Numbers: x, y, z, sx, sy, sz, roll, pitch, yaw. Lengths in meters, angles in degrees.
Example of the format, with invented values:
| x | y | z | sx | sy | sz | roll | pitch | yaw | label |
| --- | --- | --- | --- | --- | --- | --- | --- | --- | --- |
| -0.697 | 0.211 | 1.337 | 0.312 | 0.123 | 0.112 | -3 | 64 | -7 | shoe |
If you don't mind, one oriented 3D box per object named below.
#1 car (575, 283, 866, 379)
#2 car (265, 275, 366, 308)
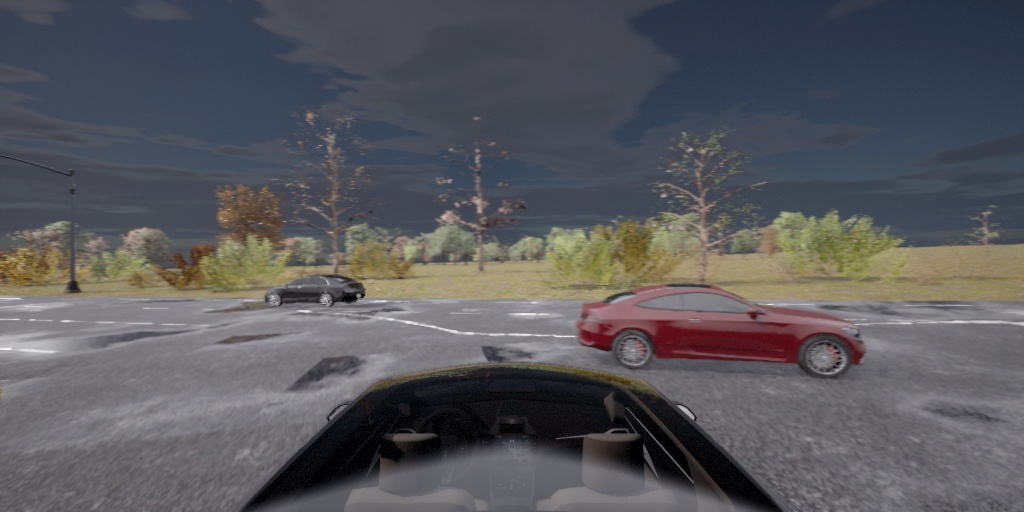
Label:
| x | y | z | sx | sy | sz | roll | pitch | yaw | label |
| --- | --- | --- | --- | --- | --- | --- | --- | --- | --- |
| 3.570 | 1.247 | 6.800 | 4.674 | 1.442 | 1.812 | -2 | -1 | 14 | car |
| -9.506 | 1.659 | 17.349 | 4.892 | 1.490 | 1.837 | -1 | -1 | 14 | car |
